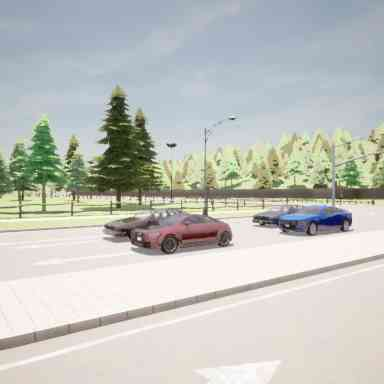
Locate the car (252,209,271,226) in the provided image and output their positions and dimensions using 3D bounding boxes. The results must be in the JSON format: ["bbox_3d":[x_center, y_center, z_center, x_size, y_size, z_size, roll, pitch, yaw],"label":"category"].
[{"bbox_3d":[6.531,1.547,22.643,5.357,1.411,2.033,0,0,-35],"label":"car"}]

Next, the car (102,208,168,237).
[{"bbox_3d":[-1.705,1.547,16.869,5.357,1.411,2.033,0,0,-35],"label":"car"}]

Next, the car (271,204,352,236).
[{"bbox_3d":[6.990,1.478,18.700,5.008,1.535,1.882,0,0,-35],"label":"car"}]

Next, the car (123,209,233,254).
[{"bbox_3d":[-0.345,1.564,13.546,4.181,1.385,1.994,0,0,-36],"label":"car"}]
